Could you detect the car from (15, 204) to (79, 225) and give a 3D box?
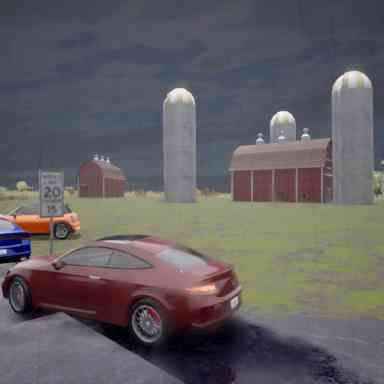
[{"bbox_3d":[-8.023,1.371,16.543,4.553,1.767,2.097,0,0,-12],"label":"car"}]

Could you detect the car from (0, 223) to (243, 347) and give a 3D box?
[{"bbox_3d":[-1.398,1.529,6.173,4.674,1.442,1.812,0,0,27],"label":"car"}]

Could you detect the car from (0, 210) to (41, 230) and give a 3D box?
[{"bbox_3d":[-6.957,1.481,10.741,5.008,1.535,1.882,0,0,43],"label":"car"}]
